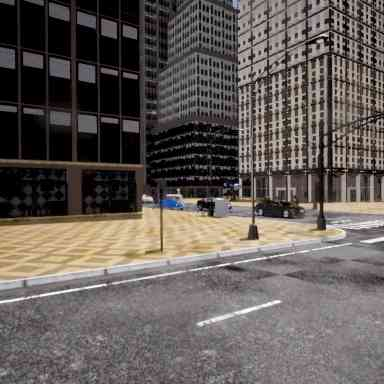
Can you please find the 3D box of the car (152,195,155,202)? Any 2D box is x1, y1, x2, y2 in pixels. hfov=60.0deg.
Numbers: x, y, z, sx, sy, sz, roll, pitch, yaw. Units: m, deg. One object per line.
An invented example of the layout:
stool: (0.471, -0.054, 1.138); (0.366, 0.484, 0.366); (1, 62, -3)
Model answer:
car: (-3.242, 1.349, 45.395); (1.812, 1.442, 4.674); (-1, 1, -34)

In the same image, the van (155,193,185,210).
van: (-2.401, 1.211, 39.514); (1.690, 1.788, 3.998); (0, 0, -34)

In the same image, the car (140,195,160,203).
car: (-7.855, 1.239, 62.567); (1.887, 1.381, 4.507); (0, 0, -34)

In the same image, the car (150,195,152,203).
car: (-4.755, 1.036, 57.975); (2.192, 1.841, 5.009); (0, 0, -34)

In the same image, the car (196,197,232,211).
car: (2.407, 1.362, 37.015); (2.128, 1.511, 4.902); (-1, 1, -34)

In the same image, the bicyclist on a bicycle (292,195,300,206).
bicyclist on a bicycle: (11.987, 1.119, 38.432); (1.656, 1.620, 0.582); (-1, 1, -34)

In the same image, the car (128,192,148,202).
car: (-10.955, 0.982, 67.157); (2.192, 1.841, 5.009); (0, 0, -34)

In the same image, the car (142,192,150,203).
car: (-8.578, 1.254, 59.002); (1.812, 1.442, 4.674); (-1, 1, -34)

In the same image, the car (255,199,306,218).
car: (7.679, 1.420, 29.205); (1.837, 1.490, 4.892); (-1, 1, -34)
